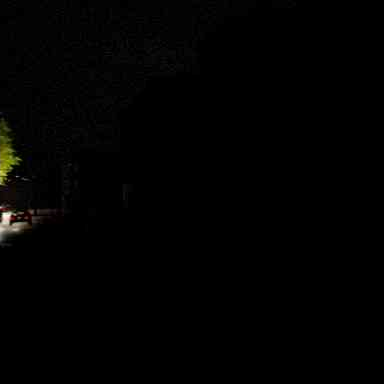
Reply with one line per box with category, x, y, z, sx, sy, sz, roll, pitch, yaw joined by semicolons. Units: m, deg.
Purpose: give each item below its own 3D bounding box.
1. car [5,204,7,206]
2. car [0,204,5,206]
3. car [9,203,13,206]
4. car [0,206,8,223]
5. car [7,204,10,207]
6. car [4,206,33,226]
car;-39.257;3.567;67.368;1.947;1.339;4.313;1;-2;-26
car;-36.903;3.407;62.455;2.008;1.369;4.403;1;-2;-26
car;-46.320;3.765;82.116;2.192;1.841;5.009;1;-2;-26
car;-20.239;2.464;33.516;2.128;1.511;4.902;-1;-1;-25
car;-43.965;3.880;77.194;1.802;1.307;4.206;1;-2;-26
car;-16.407;2.410;31.864;2.033;1.411;5.357;-1;-1;-25
